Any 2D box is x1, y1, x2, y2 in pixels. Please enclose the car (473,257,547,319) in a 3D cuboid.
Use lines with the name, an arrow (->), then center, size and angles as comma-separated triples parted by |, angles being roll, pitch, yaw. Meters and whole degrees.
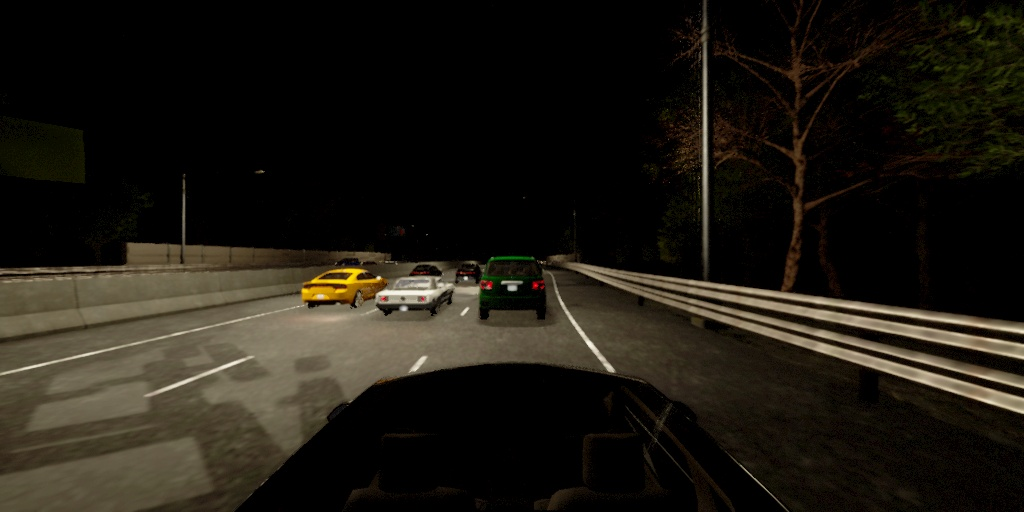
car -> 0.036, 1.042, 13.239 | 2.150, 2.045, 5.566 | 0, 0, 1

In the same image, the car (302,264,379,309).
car -> -6.948, 1.311, 15.530 | 1.882, 1.535, 5.008 | 0, 0, 0

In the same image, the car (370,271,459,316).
car -> -3.460, 1.424, 13.759 | 1.895, 1.301, 4.718 | 0, 0, 0

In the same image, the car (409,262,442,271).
car -> -6.957, 1.429, 29.397 | 1.837, 1.490, 4.892 | 0, 0, 0

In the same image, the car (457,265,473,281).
car -> -3.456, 1.429, 29.392 | 1.837, 1.490, 4.892 | 0, 0, 0
